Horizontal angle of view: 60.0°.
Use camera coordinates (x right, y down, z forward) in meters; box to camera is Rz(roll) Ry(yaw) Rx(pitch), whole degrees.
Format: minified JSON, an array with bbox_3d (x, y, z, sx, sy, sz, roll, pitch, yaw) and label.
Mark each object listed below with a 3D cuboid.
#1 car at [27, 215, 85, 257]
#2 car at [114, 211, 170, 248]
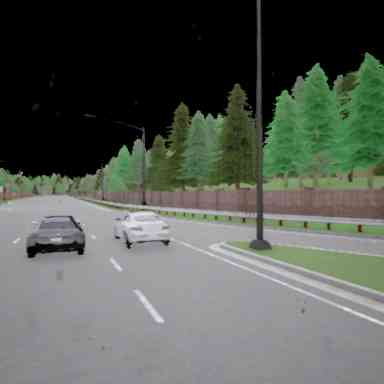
[{"bbox_3d":[-5.437,1.631,13.408,1.994,1.385,4.181,0,0,-21],"label":"car"},{"bbox_3d":[-2.375,1.589,15.186,1.812,1.442,4.674,0,0,-21],"label":"car"}]
